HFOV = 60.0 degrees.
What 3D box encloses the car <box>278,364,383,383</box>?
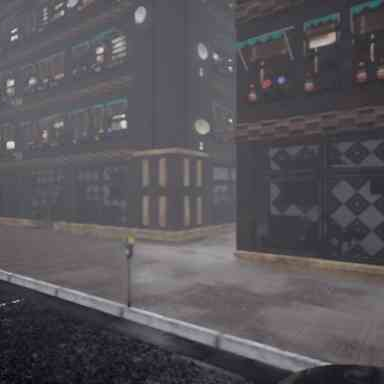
[{"bbox_3d":[2.277,1.553,1.253,4.403,1.369,2.008,0,0,35],"label":"car"}]
